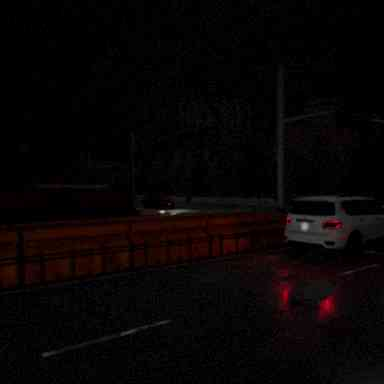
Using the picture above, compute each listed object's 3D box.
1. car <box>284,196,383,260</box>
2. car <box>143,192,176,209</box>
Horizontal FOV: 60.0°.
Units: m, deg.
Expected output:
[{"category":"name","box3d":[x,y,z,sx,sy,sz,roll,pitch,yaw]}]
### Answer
[{"category":"car","box3d":[5.752,1.144,12.318,5.566,2.045,2.150,-1,0,-37]},{"category":"car","box3d":[-4.228,1.083,42.238,2.150,2.045,5.566,0,0,-34]}]
